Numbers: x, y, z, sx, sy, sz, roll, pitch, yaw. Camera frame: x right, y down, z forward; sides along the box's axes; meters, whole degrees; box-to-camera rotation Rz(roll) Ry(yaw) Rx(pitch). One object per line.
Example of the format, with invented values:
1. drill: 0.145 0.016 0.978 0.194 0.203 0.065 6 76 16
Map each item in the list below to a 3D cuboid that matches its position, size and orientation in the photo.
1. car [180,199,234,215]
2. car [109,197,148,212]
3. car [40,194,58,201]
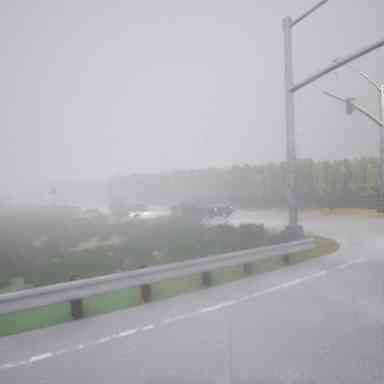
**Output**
1. car: 0.634 1.127 22.781 1.895 1.301 4.718 -4 2 -41
2. car: -5.857 1.138 30.336 1.994 1.385 4.181 -4 2 -41
3. car: -24.635 1.092 57.186 1.812 1.442 4.674 -4 2 -41
